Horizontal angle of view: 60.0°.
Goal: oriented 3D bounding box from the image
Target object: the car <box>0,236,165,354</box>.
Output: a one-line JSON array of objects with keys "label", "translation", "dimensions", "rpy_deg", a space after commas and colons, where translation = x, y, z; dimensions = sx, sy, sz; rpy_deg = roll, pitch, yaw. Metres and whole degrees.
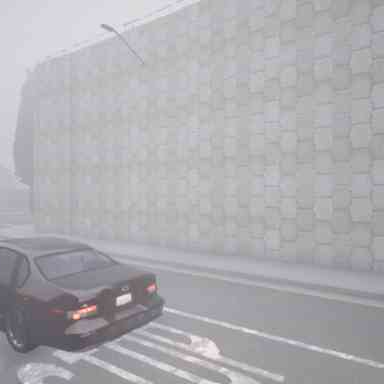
[{"label": "car", "translation": [-3.001, 1.557, 6.116], "dimensions": [5.357, 1.411, 2.033], "rpy_deg": [0, 0, 35]}]
